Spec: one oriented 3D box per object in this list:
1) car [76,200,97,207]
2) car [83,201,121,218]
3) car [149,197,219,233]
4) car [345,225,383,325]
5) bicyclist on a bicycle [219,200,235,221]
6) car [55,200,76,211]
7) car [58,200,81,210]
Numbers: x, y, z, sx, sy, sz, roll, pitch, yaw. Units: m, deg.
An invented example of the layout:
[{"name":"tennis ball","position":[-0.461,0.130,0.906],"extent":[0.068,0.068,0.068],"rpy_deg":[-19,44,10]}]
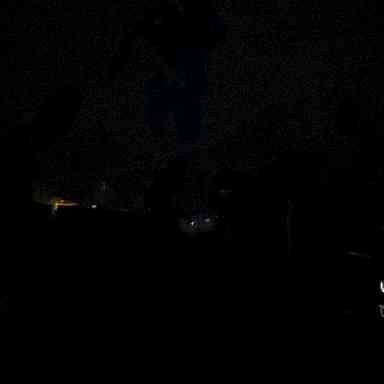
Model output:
[{"name":"car","position":[-13.401,1.843,44.013],"extent":[1.837,1.490,4.892],"rpy_deg":[0,0,-35]},{"name":"car","position":[-8.590,1.844,32.156],"extent":[1.895,1.301,4.718],"rpy_deg":[0,0,-35]},{"name":"car","position":[-0.702,1.359,20.941],"extent":[2.150,2.045,5.566],"rpy_deg":[0,-1,-36]},{"name":"car","position":[4.341,1.513,6.802],"extent":[1.837,1.490,4.892],"rpy_deg":[4,1,19]},{"name":"bicyclist on a bicycle","position":[2.764,1.449,26.185],"extent":[1.656,1.620,0.582],"rpy_deg":[0,0,-35]},{"name":"car","position":[-16.445,1.827,43.419],"extent":[1.882,1.535,5.008],"rpy_deg":[0,-1,-35]},{"name":"car","position":[-19.374,1.963,52.425],"extent":[2.033,1.411,5.357],"rpy_deg":[0,0,-35]}]
